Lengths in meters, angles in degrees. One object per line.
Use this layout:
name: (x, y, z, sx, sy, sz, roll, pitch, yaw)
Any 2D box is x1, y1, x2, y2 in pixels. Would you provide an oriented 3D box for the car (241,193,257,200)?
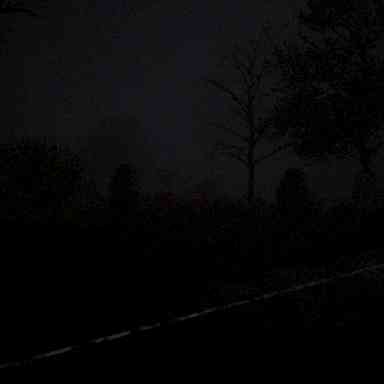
car: (11.964, 0.938, 66.196, 1.837, 1.490, 4.892, -1, 1, -35)
